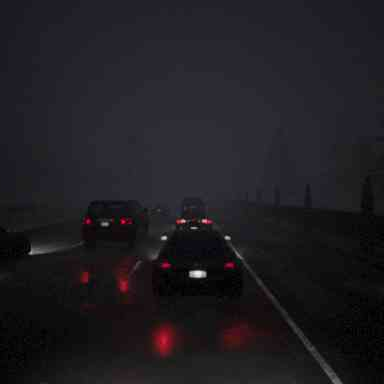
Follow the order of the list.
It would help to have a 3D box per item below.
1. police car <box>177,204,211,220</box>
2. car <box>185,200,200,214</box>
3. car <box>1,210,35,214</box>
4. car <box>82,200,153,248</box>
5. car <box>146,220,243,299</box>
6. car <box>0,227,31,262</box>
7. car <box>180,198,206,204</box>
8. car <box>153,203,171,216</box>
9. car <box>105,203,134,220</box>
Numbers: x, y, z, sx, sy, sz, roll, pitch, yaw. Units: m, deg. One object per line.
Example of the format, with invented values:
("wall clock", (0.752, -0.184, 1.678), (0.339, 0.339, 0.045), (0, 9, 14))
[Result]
("police car", (0.099, 1.692, 19.296), (2.038, 1.542, 4.974), (0, 0, 0))
("car", (0.089, 1.852, 41.742), (1.801, 1.575, 5.366), (0, -1, 0))
("car", (-14.103, 1.764, 26.970), (1.837, 1.490, 4.892), (0, -1, 0))
("car", (-3.401, 1.371, 15.675), (2.150, 2.045, 5.566), (0, -1, 0))
("car", (0.108, 1.647, 8.713), (1.994, 1.385, 4.181), (0, -1, 0))
("car", (-6.901, 1.665, 10.525), (1.994, 1.385, 4.181), (0, -1, 0))
("car", (0.100, 1.511, 30.073), (2.150, 2.045, 5.566), (0, 0, 0))
("car", (-3.404, 1.915, 36.895), (1.994, 1.385, 4.181), (0, -1, 0))
("car", (-6.903, 1.832, 32.176), (1.812, 1.442, 4.674), (0, -1, 0))
